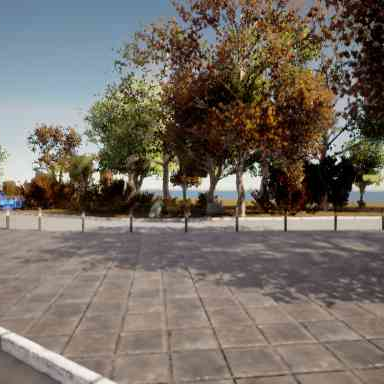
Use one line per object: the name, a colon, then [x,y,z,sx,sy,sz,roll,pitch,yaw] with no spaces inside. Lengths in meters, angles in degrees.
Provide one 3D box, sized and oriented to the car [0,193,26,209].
car: [-20.975,1.204,37.520,2.185,1.767,4.553,1,1,34]
